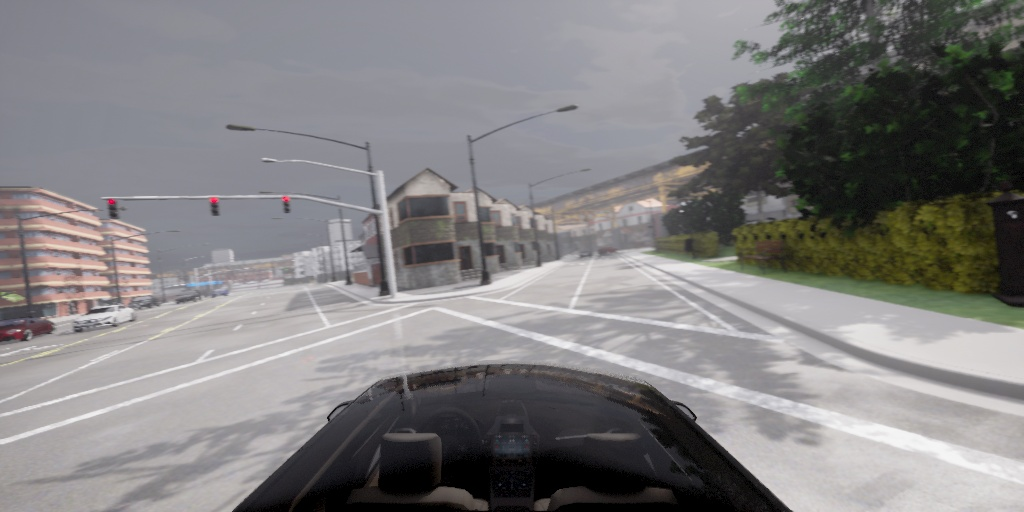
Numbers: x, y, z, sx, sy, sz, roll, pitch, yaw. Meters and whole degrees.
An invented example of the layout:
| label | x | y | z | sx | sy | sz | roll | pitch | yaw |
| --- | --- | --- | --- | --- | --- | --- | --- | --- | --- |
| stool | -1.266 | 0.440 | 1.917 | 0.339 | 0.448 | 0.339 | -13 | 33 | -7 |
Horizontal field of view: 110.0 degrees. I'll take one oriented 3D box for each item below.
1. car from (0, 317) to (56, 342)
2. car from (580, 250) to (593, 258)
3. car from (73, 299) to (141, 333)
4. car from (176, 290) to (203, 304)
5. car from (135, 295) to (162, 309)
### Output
| label | x | y | z | sx | sy | sz | roll | pitch | yaw |
| --- | --- | --- | --- | --- | --- | --- | --- | --- | --- |
| car | -30.299 | 4.506 | 21.871 | 1.994 | 1.385 | 4.181 | -7 | 2 | -31 |
| car | 13.128 | -0.401 | 63.213 | 1.994 | 1.385 | 4.181 | -7 | 0 | 19 |
| car | -27.937 | 4.152 | 24.692 | 1.812 | 1.442 | 4.674 | -7 | 2 | -31 |
| car | -39.494 | 4.951 | 43.937 | 1.837 | 1.490 | 4.892 | -7 | 2 | -31 |
| car | -41.520 | 5.240 | 40.539 | 1.812 | 1.442 | 4.674 | -7 | 1 | -32 |
